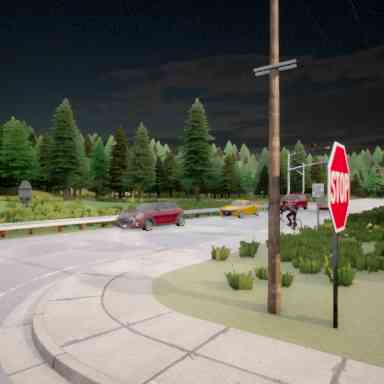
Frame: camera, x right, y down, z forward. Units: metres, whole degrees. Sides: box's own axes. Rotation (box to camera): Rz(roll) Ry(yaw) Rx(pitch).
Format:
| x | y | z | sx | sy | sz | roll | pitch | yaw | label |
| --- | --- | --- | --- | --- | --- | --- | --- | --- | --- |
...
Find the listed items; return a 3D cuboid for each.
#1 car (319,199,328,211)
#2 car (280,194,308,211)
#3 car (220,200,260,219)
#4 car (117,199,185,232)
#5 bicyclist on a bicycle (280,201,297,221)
| x | y | z | sx | sy | sz | roll | pitch | yaw | label |
| --- | --- | --- | --- | --- | --- | --- | --- | --- | --- |
| 16.396 | 1.564 | 39.747 | 1.994 | 1.385 | 4.181 | 0 | 0 | 36 | car |
| 12.301 | 1.223 | 40.382 | 2.150 | 2.045 | 5.566 | 0 | 0 | 37 | car |
| 4.322 | 1.478 | 29.657 | 1.882 | 1.535 | 5.008 | 0 | 1 | 36 | car |
| -2.441 | 1.352 | 20.518 | 2.097 | 1.767 | 4.553 | 0 | 0 | 36 | car |
| 5.239 | 1.301 | 18.318 | 1.656 | 1.620 | 0.582 | 0 | 0 | 36 | bicyclist on a bicycle |
